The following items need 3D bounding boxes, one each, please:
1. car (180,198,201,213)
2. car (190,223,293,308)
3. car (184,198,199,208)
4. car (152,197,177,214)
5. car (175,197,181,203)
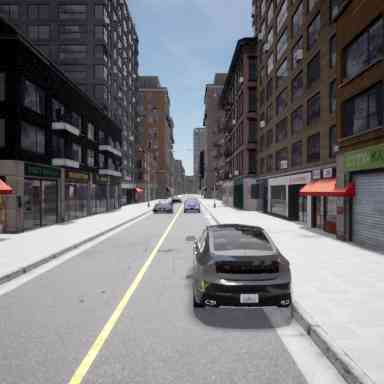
[{"bbox_3d":[0.009,1.518,37.051,2.033,1.411,5.357,0,0,0],"label":"car"},{"bbox_3d":[0.941,1.503,7.894,1.837,1.490,4.892,0,0,0],"label":"car"},{"bbox_3d":[-0.085,1.521,47.478,1.994,1.385,4.181,0,0,0],"label":"car"},{"bbox_3d":[-2.918,1.538,34.463,1.994,1.385,4.181,0,0,0],"label":"car"},{"bbox_3d":[-2.873,1.532,63.104,1.895,1.301,4.718,0,0,0],"label":"car"}]
